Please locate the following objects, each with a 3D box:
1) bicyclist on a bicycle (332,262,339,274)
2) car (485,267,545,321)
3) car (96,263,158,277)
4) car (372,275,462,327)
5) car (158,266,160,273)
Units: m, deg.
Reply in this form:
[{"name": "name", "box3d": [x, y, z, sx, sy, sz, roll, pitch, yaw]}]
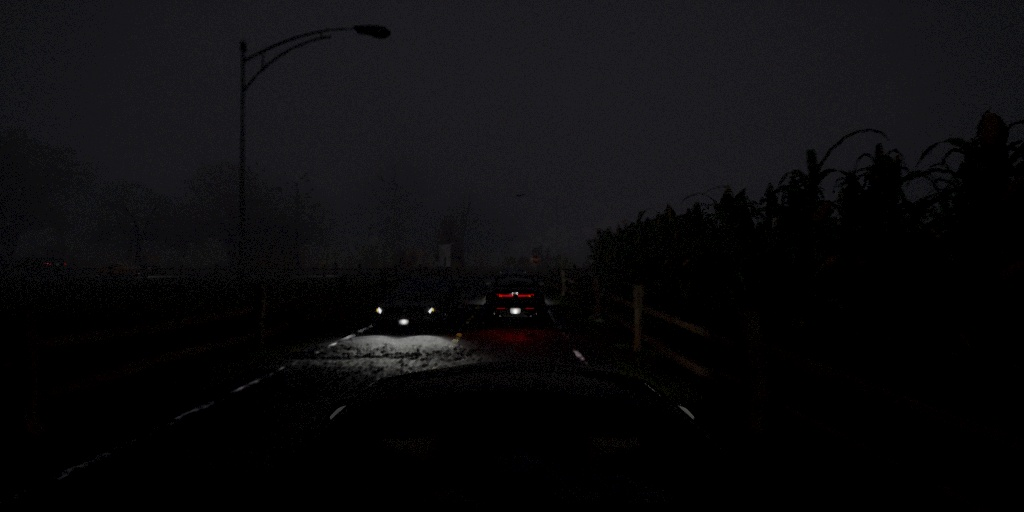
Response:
[{"name": "bicyclist on a bicycle", "box3d": [-22.435, 1.542, 45.651, 0.582, 1.620, 1.656, 0, 0, 1]}, {"name": "car", "box3d": [0.096, 1.334, 12.763, 1.837, 1.490, 4.892, 0, 0, 0]}, {"name": "car", "box3d": [-43.181, 1.533, 39.994, 5.008, 1.535, 1.882, 0, 0, 1]}, {"name": "car", "box3d": [-2.852, 1.371, 12.105, 2.033, 1.411, 5.357, 0, 0, 0]}, {"name": "car", "box3d": [-44.988, 1.582, 42.864, 4.892, 1.490, 1.837, 0, 0, 1]}]
